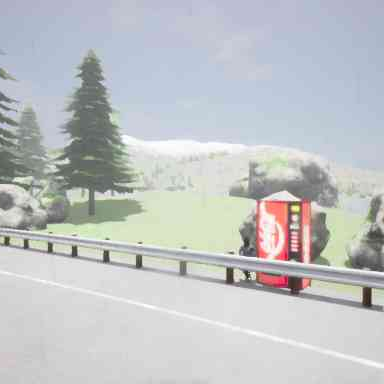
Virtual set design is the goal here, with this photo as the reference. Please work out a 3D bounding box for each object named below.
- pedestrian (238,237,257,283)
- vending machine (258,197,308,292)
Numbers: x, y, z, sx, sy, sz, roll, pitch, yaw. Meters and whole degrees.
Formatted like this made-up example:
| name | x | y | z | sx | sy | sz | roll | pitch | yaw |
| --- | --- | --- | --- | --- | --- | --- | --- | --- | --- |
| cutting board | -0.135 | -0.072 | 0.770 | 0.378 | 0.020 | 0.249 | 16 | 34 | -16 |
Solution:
| name | x | y | z | sx | sy | sz | roll | pitch | yaw |
| --- | --- | --- | --- | --- | --- | --- | --- | --- | --- |
| pedestrian | 1.363 | 1.293 | 8.159 | 0.375 | 1.860 | 0.375 | 0 | 0 | 34 |
| vending machine | 2.259 | 1.195 | 8.167 | 0.880 | 2.100 | 1.100 | 0 | 0 | 34 |
